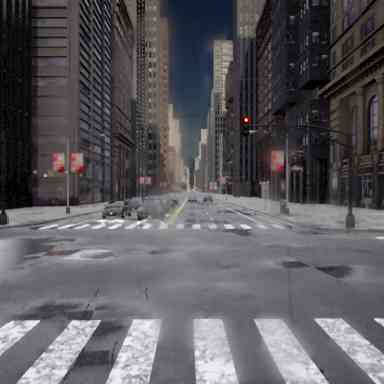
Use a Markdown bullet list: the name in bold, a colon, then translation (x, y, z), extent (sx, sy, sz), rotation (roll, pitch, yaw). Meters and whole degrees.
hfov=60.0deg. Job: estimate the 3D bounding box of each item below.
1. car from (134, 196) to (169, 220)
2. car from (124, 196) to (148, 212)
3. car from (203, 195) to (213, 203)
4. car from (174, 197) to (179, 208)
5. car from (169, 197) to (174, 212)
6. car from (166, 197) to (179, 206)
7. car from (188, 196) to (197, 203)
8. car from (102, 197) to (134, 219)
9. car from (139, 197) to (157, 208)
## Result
- **car**: translation (-3.289, 1.345, 27.675), extent (2.097, 1.767, 4.553), rotation (0, 0, -2)
- **car**: translation (-6.595, 1.338, 39.730), extent (2.097, 1.767, 4.553), rotation (0, 0, 0)
- **car**: translation (3.353, 1.446, 69.902), extent (1.837, 1.490, 4.892), rotation (0, 0, 0)
- **car**: translation (-3.337, 1.544, 46.482), extent (1.994, 1.385, 4.181), rotation (0, 0, 0)
- **car**: translation (-3.350, 1.513, 36.459), extent (1.812, 1.442, 4.674), rotation (0, 0, 0)
- **car**: translation (-3.311, 1.569, 56.499), extent (1.895, 1.301, 4.718), rotation (0, 0, 0)
- **car**: translation (0.103, 1.489, 69.814), extent (2.033, 1.411, 5.357), rotation (0, 0, 0)
- **car**: translation (-6.599, 1.497, 29.576), extent (1.837, 1.490, 4.892), rotation (0, 0, 0)
- **car**: translation (-6.586, 1.525, 50.027), extent (2.033, 1.411, 5.357), rotation (0, 0, 0)
